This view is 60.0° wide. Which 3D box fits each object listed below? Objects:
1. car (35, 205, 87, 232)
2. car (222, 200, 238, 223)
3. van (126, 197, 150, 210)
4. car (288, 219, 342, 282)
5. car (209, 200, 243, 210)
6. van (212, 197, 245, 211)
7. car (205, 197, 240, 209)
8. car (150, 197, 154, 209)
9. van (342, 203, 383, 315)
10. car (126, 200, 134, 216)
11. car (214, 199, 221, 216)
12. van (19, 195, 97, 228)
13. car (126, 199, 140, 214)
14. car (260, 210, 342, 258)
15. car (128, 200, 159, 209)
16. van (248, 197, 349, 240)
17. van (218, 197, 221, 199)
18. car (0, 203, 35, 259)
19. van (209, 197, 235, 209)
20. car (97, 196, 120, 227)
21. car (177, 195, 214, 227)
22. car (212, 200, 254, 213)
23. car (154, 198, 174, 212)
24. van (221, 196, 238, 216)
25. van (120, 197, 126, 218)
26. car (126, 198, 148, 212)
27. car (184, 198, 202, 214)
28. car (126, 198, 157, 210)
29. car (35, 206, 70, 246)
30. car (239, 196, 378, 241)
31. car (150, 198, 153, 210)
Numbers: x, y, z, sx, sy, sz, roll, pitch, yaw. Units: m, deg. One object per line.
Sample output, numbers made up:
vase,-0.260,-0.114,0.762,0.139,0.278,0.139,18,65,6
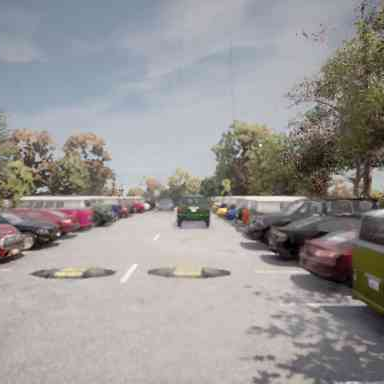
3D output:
car,-8.036,1.535,16.574,4.674,1.452,2.002,0,0,0
car,5.047,1.530,24.725,5.008,1.535,2.097,0,-1,0
van,-7.920,1.590,41.541,4.442,1.987,1.878,0,-1,0
car,5.039,1.528,8.123,4.674,1.452,2.002,0,0,0
car,5.037,1.955,49.654,4.892,1.521,2.231,0,-1,0
van,5.160,1.681,46.887,4.442,1.987,1.878,0,-1,0
car,5.071,1.805,55.194,5.566,2.045,2.435,0,-1,0
car,-8.065,1.706,49.868,5.566,2.045,2.435,0,-1,0
van,5.157,1.260,5.479,4.442,1.987,1.878,0,0,0
car,-8.035,1.667,30.433,4.674,1.452,2.002,0,-1,0
car,4.858,1.621,30.263,5.366,1.575,1.946,0,-1,0
van,-8.155,1.272,19.350,4.442,1.987,1.878,0,0,0
car,-8.067,1.703,33.210,4.792,1.488,2.163,0,-1,0
car,5.035,1.490,10.894,5.008,1.535,2.097,0,0,0
car,-8.030,2.061,55.412,5.008,1.535,2.097,0,-1,0
van,5.158,1.270,16.560,4.442,1.987,1.878,0,0,0
van,5.159,1.446,33.038,4.442,1.987,1.878,0,-1,0
car,-8.070,1.364,11.021,4.553,1.767,2.185,0,0,0
van,5.161,1.897,58.084,4.442,1.987,1.878,0,-1,0
car,-8.010,1.249,22.126,5.566,2.045,2.435,0,0,0
car,0.102,1.255,23.290,2.150,2.045,5.566,0,0,0
car,5.038,1.815,41.469,5.008,1.535,2.097,0,-1,0
car,-3.581,1.750,45.258,2.097,1.767,4.553,0,-1,0
van,4.925,1.352,27.499,4.442,1.987,1.878,0,-1,0
van,-8.155,1.354,27.662,4.442,1.987,1.878,0,-1,0
car,-8.032,1.768,38.761,5.008,1.535,2.097,0,-1,0
car,0.103,1.679,40.962,2.097,1.767,4.553,0,-1,0
car,-8.005,1.881,52.638,4.553,1.767,2.185,0,-1,0
car,-8.044,1.492,13.797,5.008,1.535,2.097,0,0,0
car,5.013,1.242,13.789,5.566,2.045,2.435,0,0,0
car,-8.034,1.903,44.312,4.674,1.452,2.002,0,-1,0
